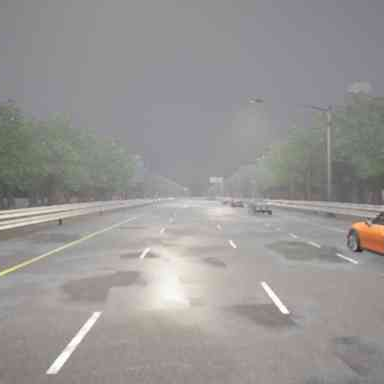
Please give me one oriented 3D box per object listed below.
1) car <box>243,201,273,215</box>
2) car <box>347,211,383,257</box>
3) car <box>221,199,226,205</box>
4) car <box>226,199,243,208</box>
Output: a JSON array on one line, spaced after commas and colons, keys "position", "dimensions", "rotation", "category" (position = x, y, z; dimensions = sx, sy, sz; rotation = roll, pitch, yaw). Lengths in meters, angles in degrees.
[{"position": [7.060, 1.660, 35.009], "dimensions": [2.033, 1.411, 5.357], "rotation": [0, 0, 0], "category": "car"}, {"position": [7.005, 1.358, 10.938], "dimensions": [2.097, 1.767, 4.553], "rotation": [0, 0, 0], "category": "car"}, {"position": [7.269, 2.132, 71.751], "dimensions": [1.895, 1.301, 4.718], "rotation": [0, -1, 0], "category": "car"}, {"position": [7.149, 1.832, 53.993], "dimensions": [1.812, 1.442, 4.674], "rotation": [0, -1, 0], "category": "car"}]
